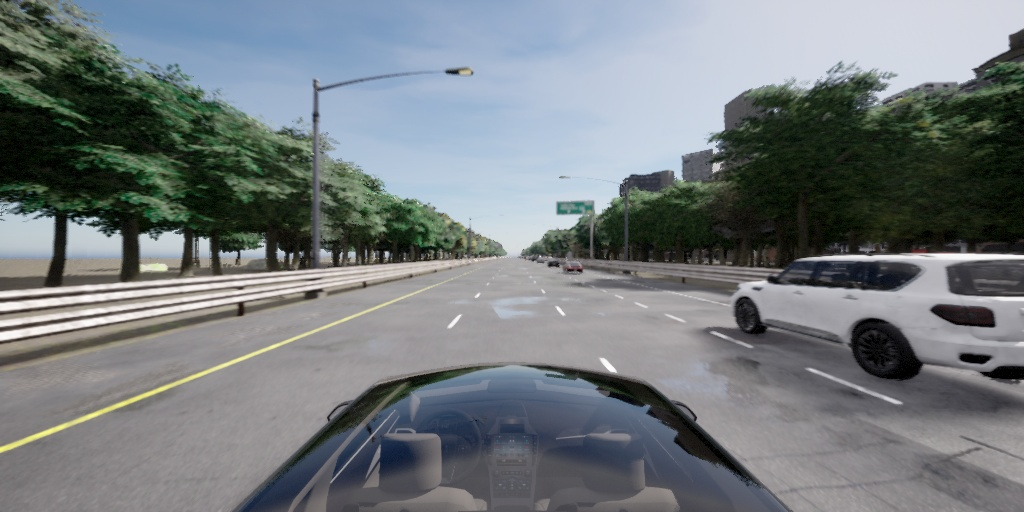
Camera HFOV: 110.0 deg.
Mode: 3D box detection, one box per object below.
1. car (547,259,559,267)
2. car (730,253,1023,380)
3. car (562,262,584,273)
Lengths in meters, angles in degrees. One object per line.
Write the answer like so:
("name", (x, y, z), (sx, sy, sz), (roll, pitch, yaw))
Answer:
("car", (7.198, 1.212, 63.296), (1.882, 1.535, 5.008), (0, 0, 0))
("car", (7.001, 0.978, 7.377), (2.150, 2.045, 5.566), (0, 0, 0))
("car", (7.092, 1.350, 42.343), (1.895, 1.301, 4.718), (0, 0, 0))
